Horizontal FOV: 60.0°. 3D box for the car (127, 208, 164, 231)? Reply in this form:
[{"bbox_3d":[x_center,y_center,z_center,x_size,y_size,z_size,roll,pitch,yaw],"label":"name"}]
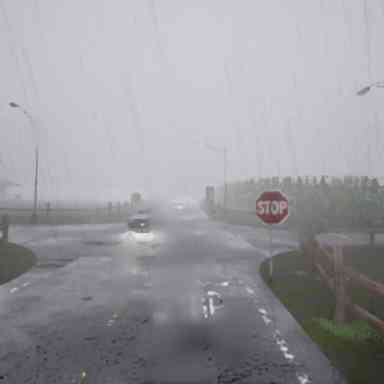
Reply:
[{"bbox_3d":[-2.859,1.706,21.259,1.994,1.385,4.181,0,0,0],"label":"car"}]

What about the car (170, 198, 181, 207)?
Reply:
[{"bbox_3d":[-3.071,1.881,61.771,1.812,1.442,4.674,0,0,0],"label":"car"}]
